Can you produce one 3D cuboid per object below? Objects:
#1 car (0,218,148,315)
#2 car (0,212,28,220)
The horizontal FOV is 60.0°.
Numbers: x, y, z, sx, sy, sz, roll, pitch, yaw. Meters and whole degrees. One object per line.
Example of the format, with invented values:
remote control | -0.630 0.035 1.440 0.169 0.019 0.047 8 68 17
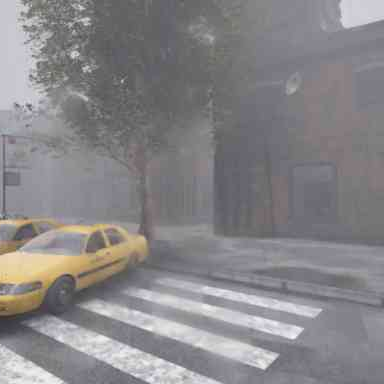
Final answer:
car | -2.767 1.467 7.853 1.946 1.575 5.366 1 -1 16
car | -5.209 1.461 9.599 1.946 1.575 5.366 1 -1 16
